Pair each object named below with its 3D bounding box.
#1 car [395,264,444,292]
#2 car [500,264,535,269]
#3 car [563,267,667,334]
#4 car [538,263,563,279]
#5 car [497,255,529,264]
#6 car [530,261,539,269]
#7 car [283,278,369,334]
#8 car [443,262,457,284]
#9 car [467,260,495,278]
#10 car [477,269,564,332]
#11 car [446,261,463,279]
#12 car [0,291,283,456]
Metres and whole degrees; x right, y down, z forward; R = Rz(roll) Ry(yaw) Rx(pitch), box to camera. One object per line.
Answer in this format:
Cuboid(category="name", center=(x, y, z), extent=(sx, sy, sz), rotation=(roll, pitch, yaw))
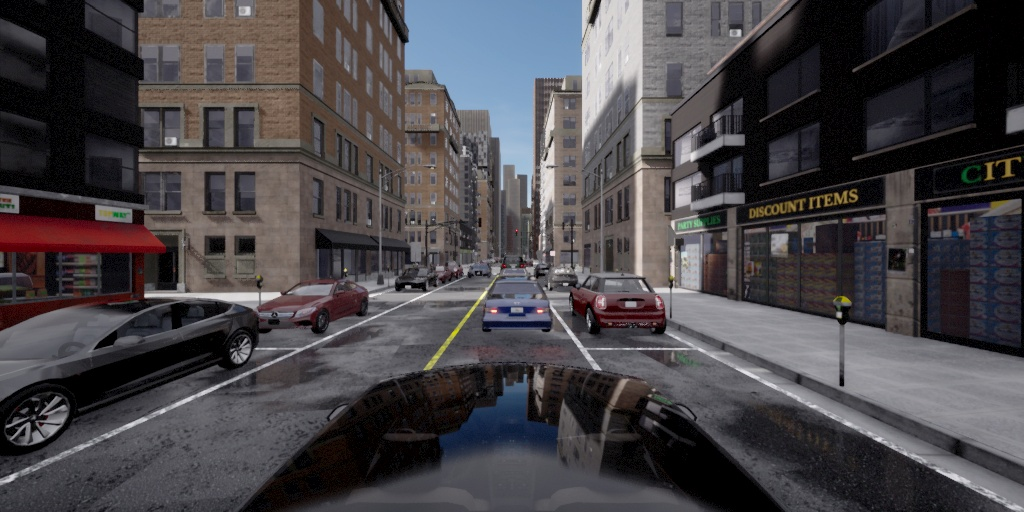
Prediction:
Cuboid(category="car", center=(-5.622, 1.316, 21.611), extent=(1.948, 1.339, 4.313), rotation=(0, 0, 0))
Cuboid(category="car", center=(0.146, 1.351, 21.308), extent=(1.895, 1.301, 4.718), rotation=(0, 0, 0))
Cuboid(category="car", center=(2.876, 1.189, 10.587), extent=(1.967, 1.591, 4.097), rotation=(0, 0, 0))
Cuboid(category="car", center=(2.904, 1.301, 21.590), extent=(2.007, 1.370, 4.403), rotation=(0, 0, 0))
Cuboid(category="car", center=(0.081, 0.974, 31.340), extent=(2.150, 2.045, 5.566), rotation=(0, 0, -1))
Cuboid(category="car", center=(2.932, 1.318, 32.592), extent=(1.948, 1.339, 4.313), rotation=(0, 0, 0))
Cuboid(category="car", center=(-5.650, 1.331, 10.609), extent=(1.802, 1.307, 4.207), rotation=(0, 0, 0))
Cuboid(category="car", center=(-5.608, 1.333, 27.113), extent=(1.802, 1.307, 4.207), rotation=(0, 0, 0))
Cuboid(category="car", center=(-2.924, 1.328, 33.347), extent=(1.994, 1.385, 4.181), rotation=(0, 0, 0))
Cuboid(category="car", center=(0.122, 1.297, 10.802), extent=(2.033, 1.411, 5.357), rotation=(0, 0, 0))
Cuboid(category="car", center=(-5.593, 1.192, 32.614), extent=(1.967, 1.591, 4.097), rotation=(0, 0, 0))
Cuboid(category="car", center=(-5.664, 1.315, 5.108), extent=(1.948, 1.339, 4.313), rotation=(0, 0, 0))
